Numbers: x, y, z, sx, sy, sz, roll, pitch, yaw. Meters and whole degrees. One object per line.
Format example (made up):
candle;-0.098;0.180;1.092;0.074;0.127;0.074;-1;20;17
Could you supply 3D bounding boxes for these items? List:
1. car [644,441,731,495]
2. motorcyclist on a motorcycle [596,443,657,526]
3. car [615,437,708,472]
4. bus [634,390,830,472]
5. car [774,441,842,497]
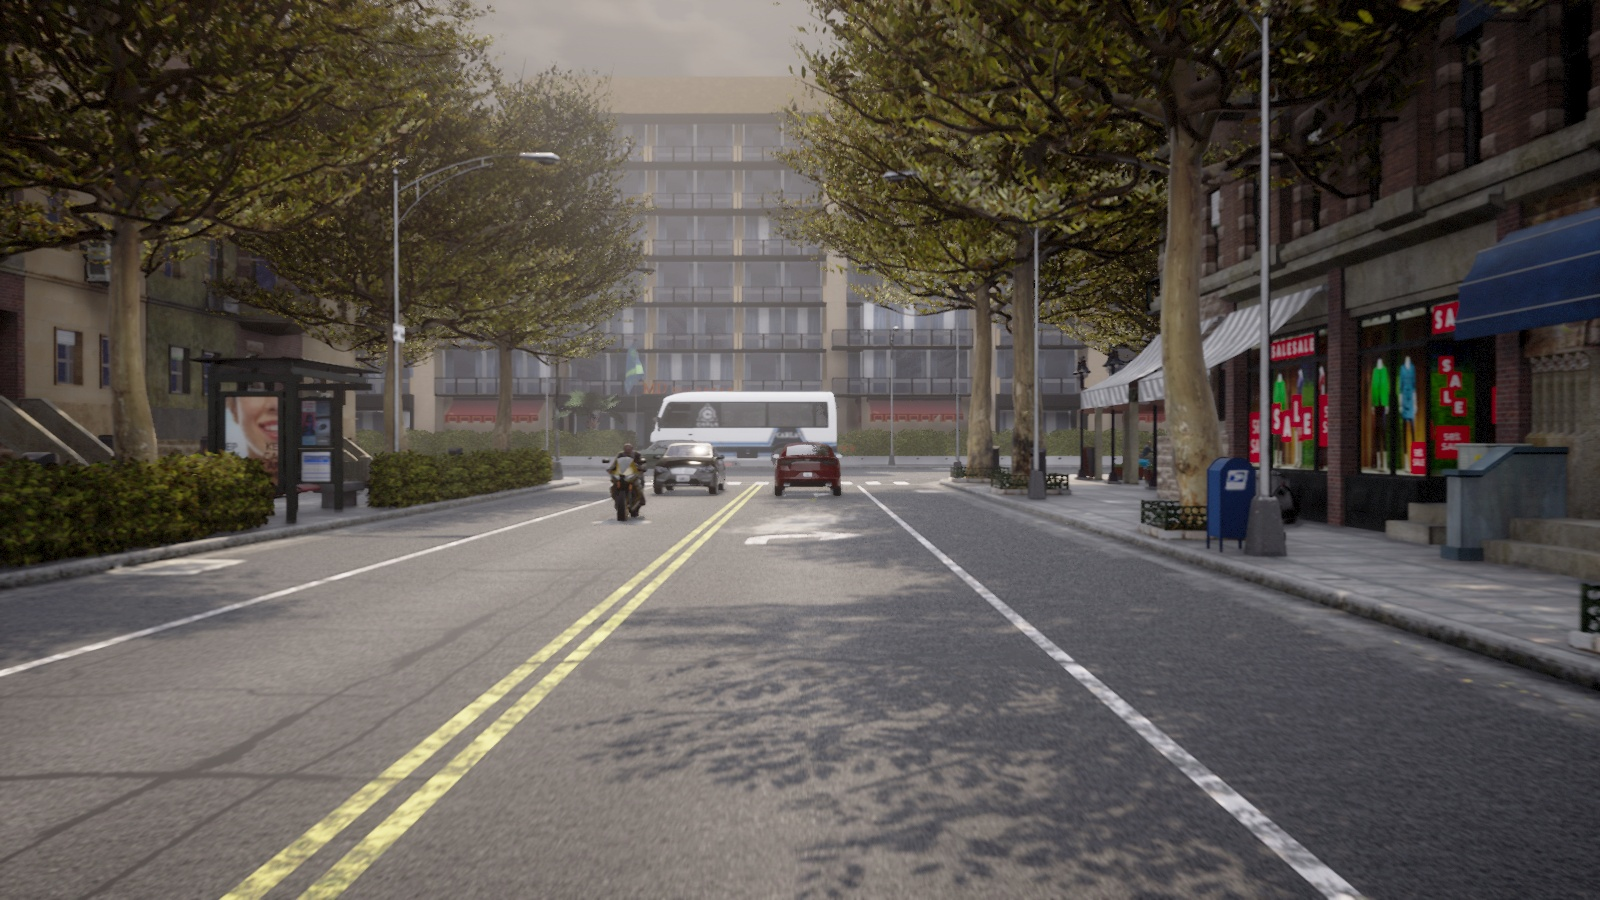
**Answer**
car;-3.272;0.488;37.468;2.128;1.511;4.902;0;0;0
motorcyclist on a motorcycle;-3.345;0.640;24.391;0.866;1.530;2.191;0;0;0
car;-7.042;0.233;64.247;4.553;1.767;2.097;0;0;0
bus;-3.562;-1.019;67.729;10.273;4.253;3.944;0;0;0
car;0.227;0.512;37.270;1.882;1.535;5.008;0;0;0
